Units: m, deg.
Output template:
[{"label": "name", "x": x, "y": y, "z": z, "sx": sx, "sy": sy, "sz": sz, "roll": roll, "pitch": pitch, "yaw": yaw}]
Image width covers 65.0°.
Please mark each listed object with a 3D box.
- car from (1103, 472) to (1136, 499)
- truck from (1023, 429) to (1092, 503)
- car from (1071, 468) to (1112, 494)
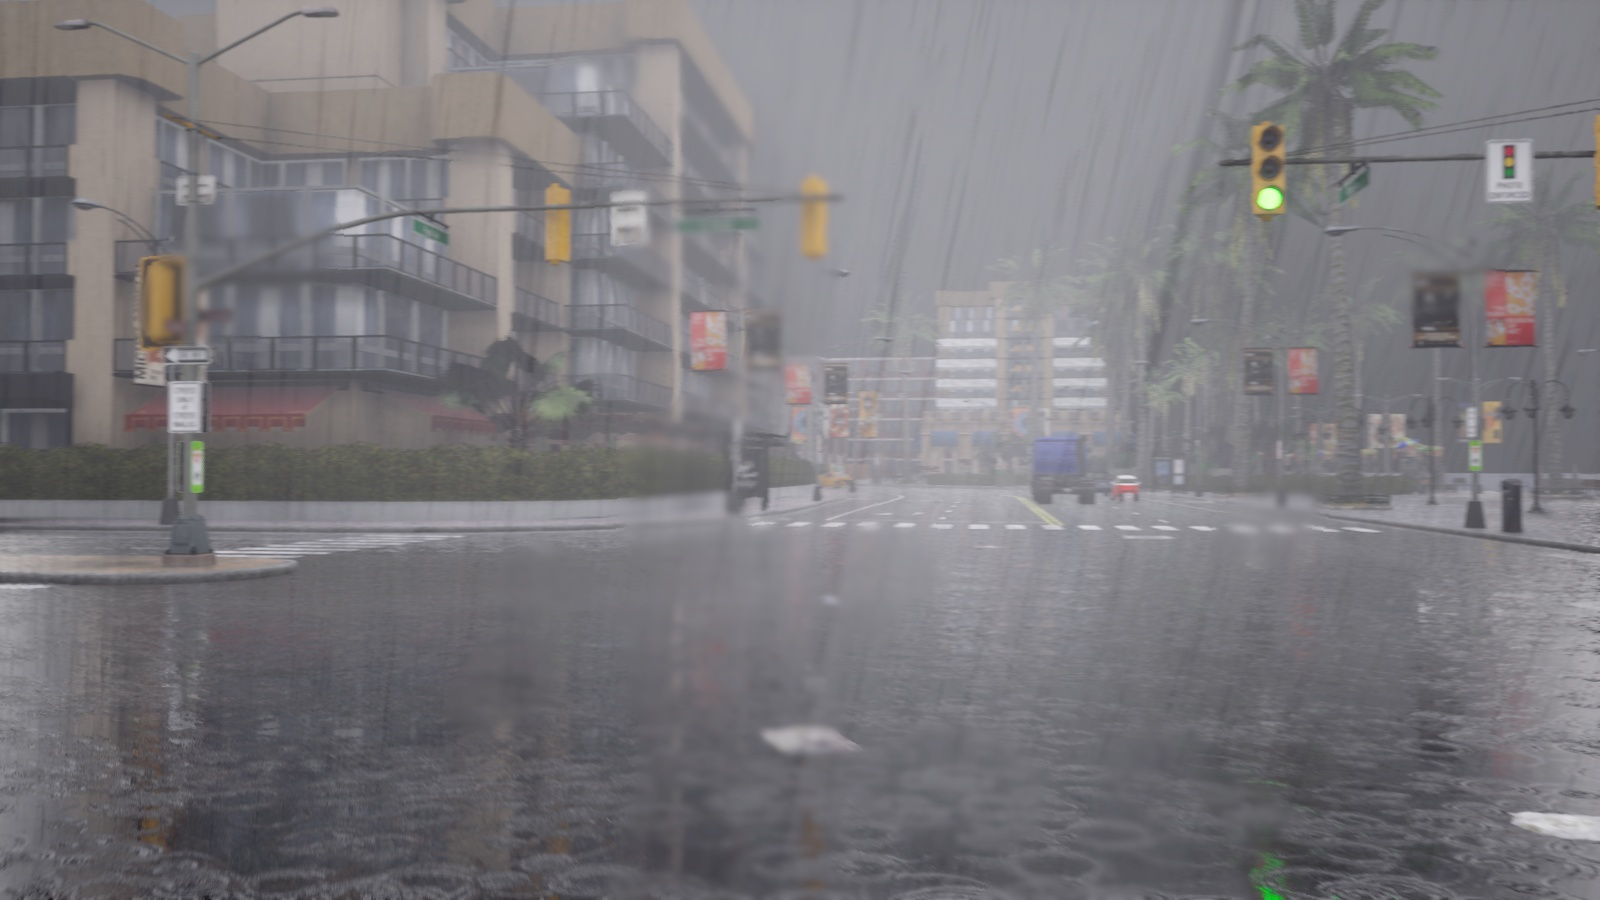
[{"label": "car", "x": 16.839, "y": 1.879, "z": 66.222, "sx": 1.481, "sy": 1.376, "sz": 2.207, "roll": 0, "pitch": -1, "yaw": 8}, {"label": "truck", "x": 12.906, "y": 0.821, "z": 63.489, "sx": 2.891, "sy": 3.462, "sz": 7.936, "roll": 0, "pitch": -1, "yaw": 8}, {"label": "car", "x": 18.138, "y": 1.918, "z": 78.335, "sx": 1.851, "sy": 1.617, "sz": 3.988, "roll": 0, "pitch": -1, "yaw": 3}]
